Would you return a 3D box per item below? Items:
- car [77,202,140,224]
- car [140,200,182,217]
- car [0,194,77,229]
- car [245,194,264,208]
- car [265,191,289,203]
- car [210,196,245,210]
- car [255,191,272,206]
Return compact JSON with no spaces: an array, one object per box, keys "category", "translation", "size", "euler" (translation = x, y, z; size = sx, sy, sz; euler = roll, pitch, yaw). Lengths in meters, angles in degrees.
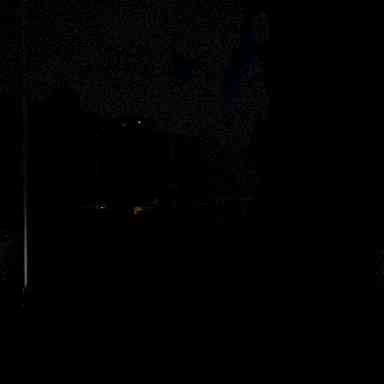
[{"category":"car","translation":[-6.055,1.389,22.874],"size":[2.008,1.369,4.403],"euler":[0,0,35]},{"category":"car","translation":[-2.698,1.317,27.658],"size":[1.752,1.417,4.829],"euler":[0,0,35]},{"category":"car","translation":[-10.532,1.129,21.104],"size":[2.150,2.045,5.566],"euler":[-1,0,35]},{"category":"car","translation":[6.983,1.252,41.454],"size":[1.802,1.307,4.206],"euler":[-1,0,35]},{"category":"car","translation":[14.558,0.823,56.689],"size":[2.150,2.045,5.566],"euler":[-1,0,35]},{"category":"car","translation":[3.722,1.150,36.809],"size":[1.967,1.590,4.097],"euler":[-1,0,35]},{"category":"car","translation":[10.240,0.948,46.098],"size":[2.192,1.841,5.009],"euler":[-1,0,35]}]
